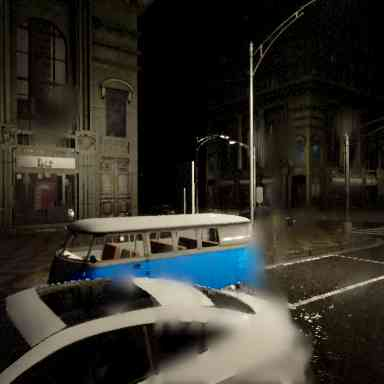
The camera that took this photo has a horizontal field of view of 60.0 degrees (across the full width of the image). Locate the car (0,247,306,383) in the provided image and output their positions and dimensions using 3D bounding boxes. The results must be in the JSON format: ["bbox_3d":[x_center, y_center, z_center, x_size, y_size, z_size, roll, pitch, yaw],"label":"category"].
[{"bbox_3d":[-1.036,1.525,2.562,4.674,1.442,1.812,0,0,-35],"label":"car"}]

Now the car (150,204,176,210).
[{"bbox_3d":[-3.335,2.140,39.398,1.994,1.385,4.181,0,-1,-36],"label":"car"}]

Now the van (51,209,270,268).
[{"bbox_3d":[-0.573,1.341,6.265,3.998,1.788,1.690,0,0,-36],"label":"van"}]

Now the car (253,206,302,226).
[{"bbox_3d":[5.994,1.845,26.446,2.033,1.411,5.357,0,-1,-36],"label":"car"}]
